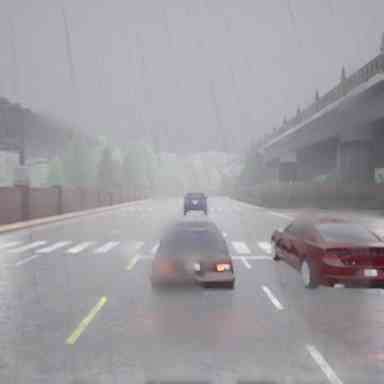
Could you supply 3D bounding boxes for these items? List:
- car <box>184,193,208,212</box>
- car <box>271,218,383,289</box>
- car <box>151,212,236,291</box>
[{"bbox_3d":[0.355,1.066,32.176,2.150,2.045,5.566,0,0,1],"label":"car"},{"bbox_3d":[3.530,1.434,9.049,1.882,1.535,5.008,0,0,0],"label":"car"},{"bbox_3d":[0.025,1.504,8.994,2.033,1.411,5.357,0,0,0],"label":"car"}]
